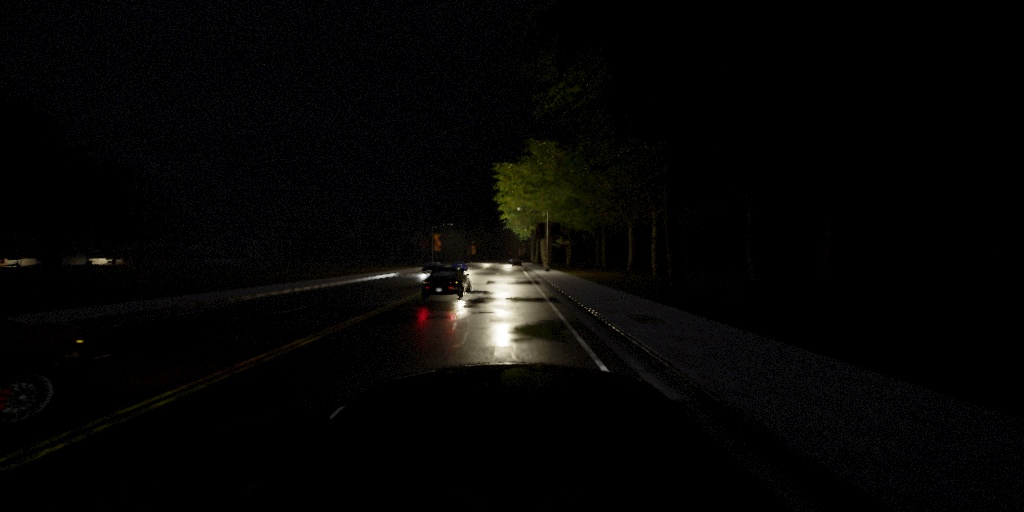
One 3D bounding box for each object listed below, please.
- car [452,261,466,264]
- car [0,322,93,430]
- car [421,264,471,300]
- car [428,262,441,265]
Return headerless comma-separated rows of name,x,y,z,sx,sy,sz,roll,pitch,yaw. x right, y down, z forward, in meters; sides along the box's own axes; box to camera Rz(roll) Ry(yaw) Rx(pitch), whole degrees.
car,-6.578,1.342,44.495,1.812,1.442,4.674,0,0,0
car,-6.586,1.275,2.901,1.812,1.442,4.674,0,0,0
car,-3.161,1.286,17.800,1.812,1.442,4.674,0,0,0
car,-9.828,1.417,44.520,1.895,1.301,4.718,0,0,0
